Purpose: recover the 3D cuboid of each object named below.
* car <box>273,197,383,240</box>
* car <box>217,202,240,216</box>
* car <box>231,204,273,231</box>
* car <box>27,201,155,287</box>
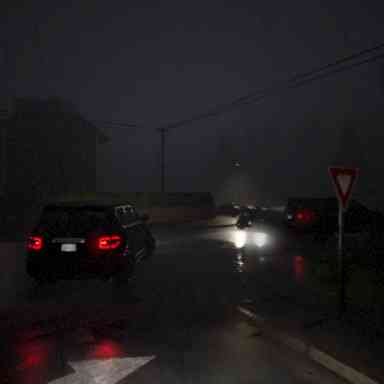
[{"bbox_3d":[7.196,1.265,16.676,5.566,2.045,2.150,0,0,-18],"label":"car"},{"bbox_3d":[3.959,1.672,31.386,1.994,1.385,4.181,0,0,-30],"label":"car"},{"bbox_3d":[4.394,1.632,21.161,1.994,1.385,4.181,0,0,31],"label":"car"},{"bbox_3d":[-2.555,1.266,9.591,2.150,2.045,5.566,0,0,0],"label":"car"}]
